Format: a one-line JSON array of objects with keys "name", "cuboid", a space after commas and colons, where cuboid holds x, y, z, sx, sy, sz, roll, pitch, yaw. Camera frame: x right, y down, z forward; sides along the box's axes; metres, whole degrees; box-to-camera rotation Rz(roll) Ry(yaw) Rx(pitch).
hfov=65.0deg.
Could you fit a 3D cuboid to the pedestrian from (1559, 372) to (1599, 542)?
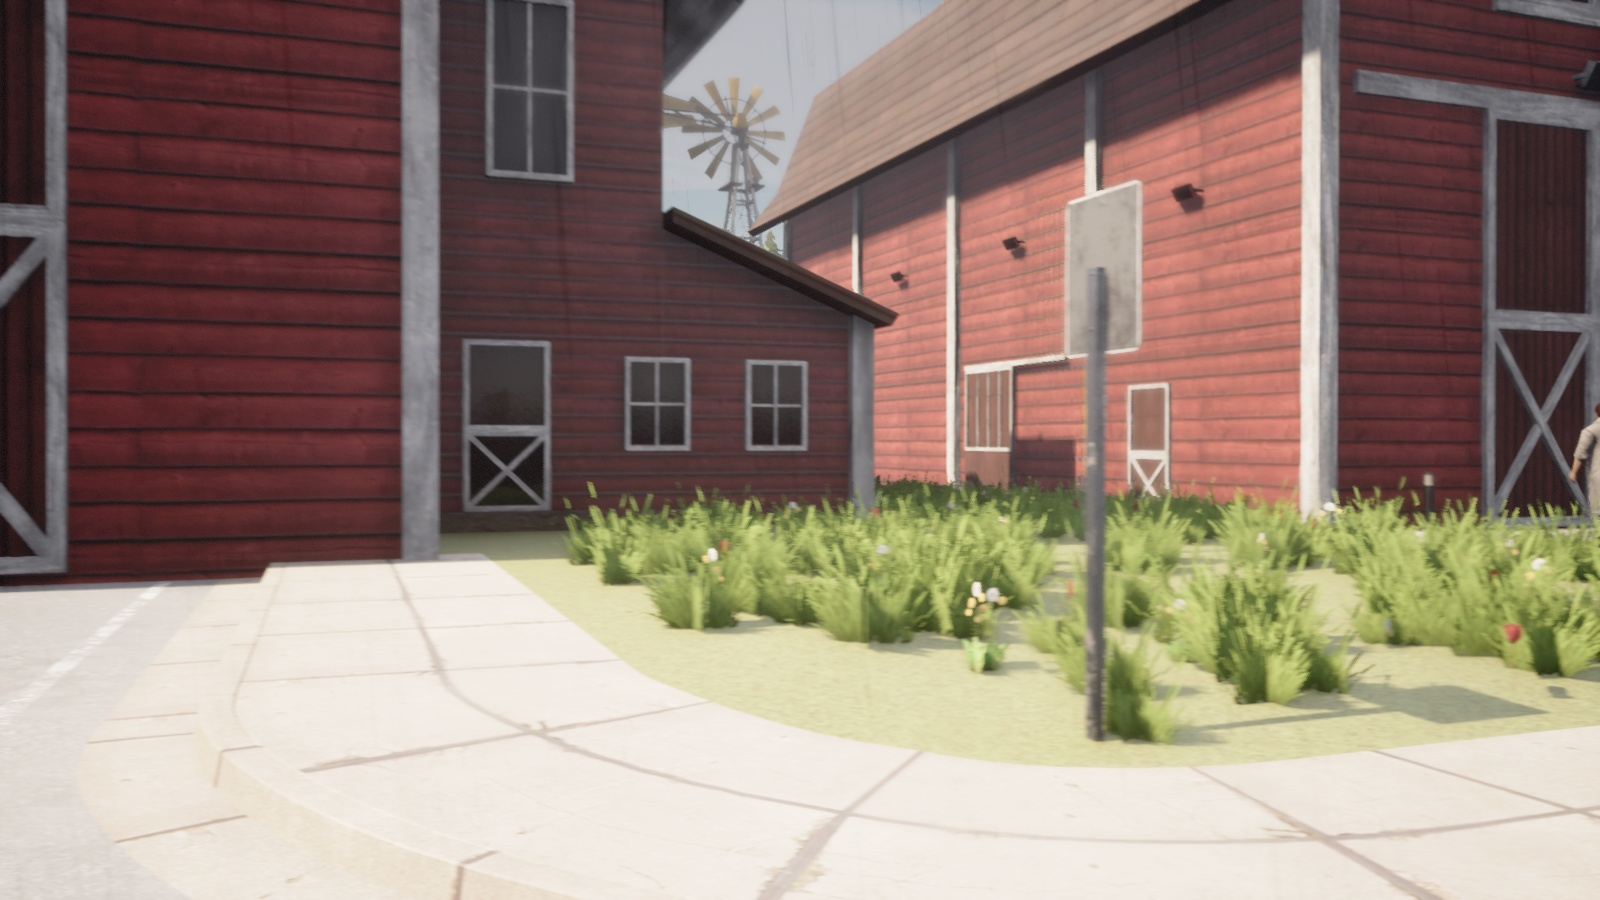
[{"name": "pedestrian", "cuboid": [9.486, 0.076, 14.652, 0.659, 1.952, 0.873, -1, 0, -7]}]
